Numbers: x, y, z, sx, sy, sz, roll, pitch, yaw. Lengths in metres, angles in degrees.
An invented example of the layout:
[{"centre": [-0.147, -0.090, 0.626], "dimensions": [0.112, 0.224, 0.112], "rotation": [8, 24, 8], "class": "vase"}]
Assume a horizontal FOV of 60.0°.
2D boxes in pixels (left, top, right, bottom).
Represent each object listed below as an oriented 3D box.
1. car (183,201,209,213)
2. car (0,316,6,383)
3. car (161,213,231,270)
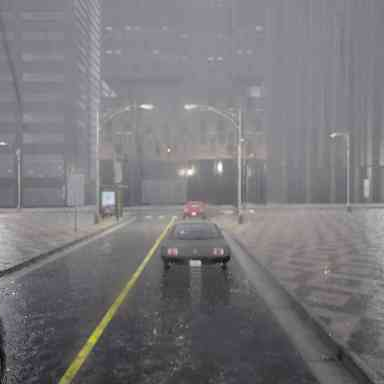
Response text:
[{"centre": [0.347, 1.484, 27.088], "dimensions": [1.812, 1.442, 4.674], "rotation": [0, 0, 5], "class": "car"}, {"centre": [-3.088, 1.349, 1.721], "dimensions": [2.097, 1.767, 4.553], "rotation": [0, 0, 0], "class": "car"}, {"centre": [0.100, 1.584, 10.967], "dimensions": [1.895, 1.301, 4.718], "rotation": [0, 0, 0], "class": "car"}]
